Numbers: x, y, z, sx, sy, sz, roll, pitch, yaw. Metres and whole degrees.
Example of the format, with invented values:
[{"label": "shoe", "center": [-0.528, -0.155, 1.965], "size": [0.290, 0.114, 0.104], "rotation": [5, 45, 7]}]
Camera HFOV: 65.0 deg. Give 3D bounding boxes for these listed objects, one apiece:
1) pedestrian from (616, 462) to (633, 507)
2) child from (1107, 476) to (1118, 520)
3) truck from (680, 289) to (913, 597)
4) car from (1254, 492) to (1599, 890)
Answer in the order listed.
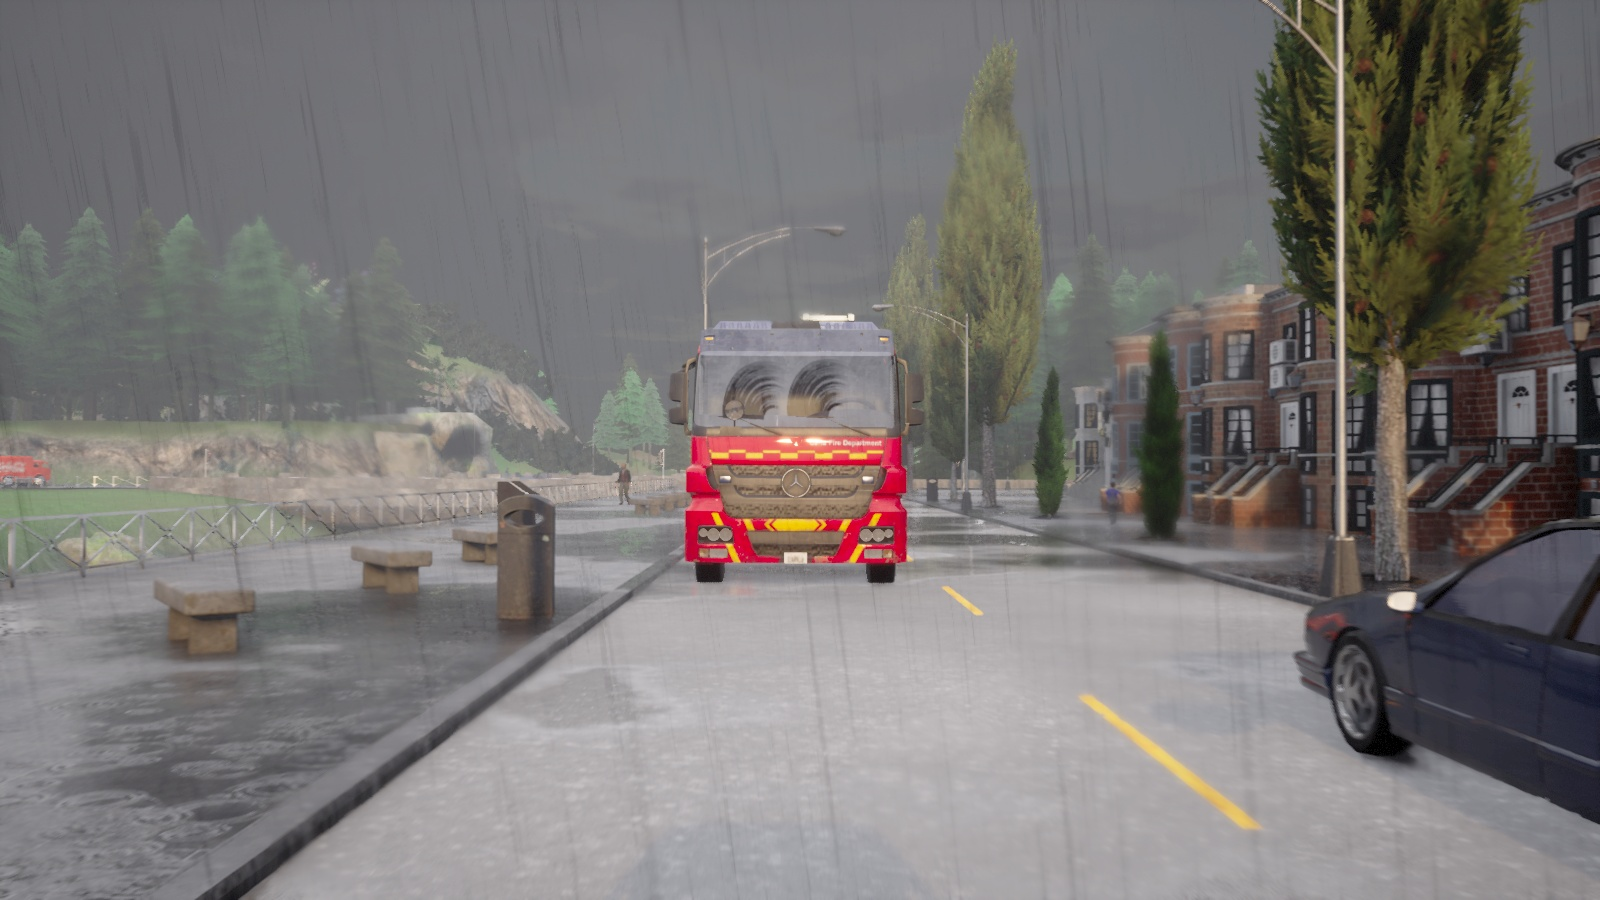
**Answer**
[{"label": "pedestrian", "center": [-7.278, 1.425, 52.062], "size": [0.376, 1.854, 0.720], "rotation": [-1, -1, 19]}, {"label": "child", "center": [8.914, 1.369, 35.835], "size": [0.270, 1.263, 0.437], "rotation": [0, -1, 8]}, {"label": "truck", "center": [-0.056, -0.017, 19.876], "size": [2.891, 3.827, 8.468], "rotation": [0, -1, 0]}, {"label": "car", "center": [3.985, 0.938, 5.493], "size": [2.033, 1.411, 5.357], "rotation": [0, -1, 0]}]
